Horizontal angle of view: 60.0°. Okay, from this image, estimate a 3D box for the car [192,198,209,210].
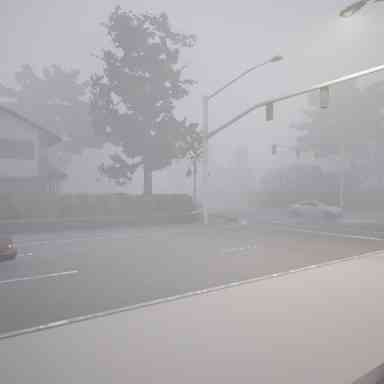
[{"bbox_3d":[-0.162,1.443,41.611,2.033,1.411,5.357,0,0,-36],"label":"car"}]

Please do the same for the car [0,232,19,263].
[{"bbox_3d":[-7.478,1.525,8.454,5.357,1.411,2.033,0,0,-36],"label":"car"}]

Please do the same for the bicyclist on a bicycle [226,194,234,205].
[{"bbox_3d":[5.885,1.176,51.080,1.656,1.620,0.582,0,0,-36],"label":"bicyclist on a bicycle"}]

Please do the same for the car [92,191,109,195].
[{"bbox_3d":[-19.193,1.166,67.646,2.097,1.767,4.553,0,0,-36],"label":"car"}]

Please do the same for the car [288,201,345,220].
[{"bbox_3d":[10.343,1.457,27.874,1.812,1.442,4.674,0,0,-41],"label":"car"}]

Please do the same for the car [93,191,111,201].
[{"bbox_3d":[-20.436,0.855,75.241,2.150,2.045,5.566,0,0,-36],"label":"car"}]
